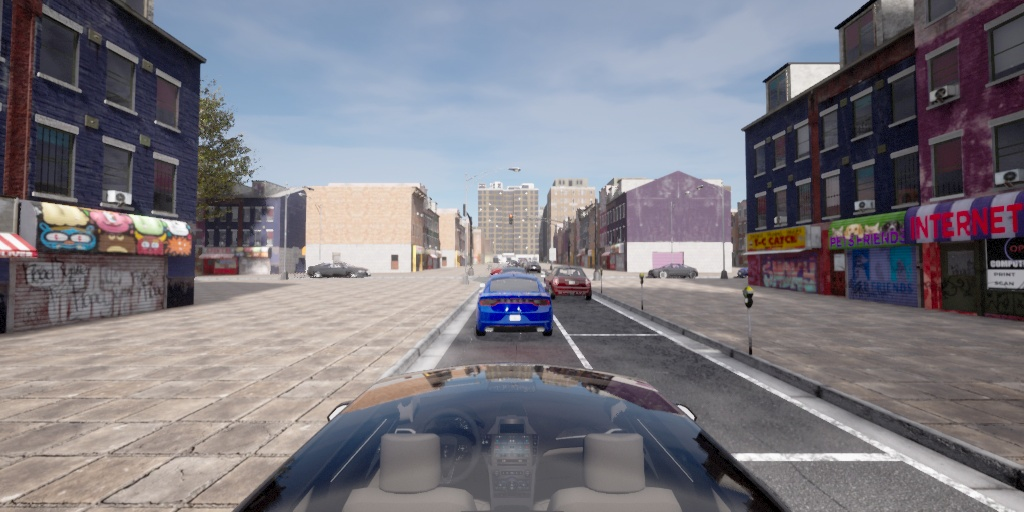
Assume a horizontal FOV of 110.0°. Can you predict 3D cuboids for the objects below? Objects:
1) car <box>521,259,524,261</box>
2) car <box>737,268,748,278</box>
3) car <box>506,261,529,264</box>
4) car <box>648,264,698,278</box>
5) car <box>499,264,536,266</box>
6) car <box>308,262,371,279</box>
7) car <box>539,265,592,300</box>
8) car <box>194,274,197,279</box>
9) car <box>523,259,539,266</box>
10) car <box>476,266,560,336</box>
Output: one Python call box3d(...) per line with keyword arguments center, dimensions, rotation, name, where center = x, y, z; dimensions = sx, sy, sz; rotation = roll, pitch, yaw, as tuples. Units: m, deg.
box3d(center=(2.618, 1.442, 49.973), dimensions=(1.948, 1.339, 4.313), rotation=(0, 0, 0), name="car")
box3d(center=(23.049, 1.330, 32.576), dimensions=(4.674, 1.442, 1.812), rotation=(0, -2, 0), name="car")
box3d(center=(-0.263, 1.437, 35.236), dimensions=(1.895, 1.301, 4.718), rotation=(0, 0, 22), name="car")
box3d(center=(14.595, 1.373, 32.628), dimensions=(4.181, 1.385, 1.994), rotation=(0, -2, 0), name="car")
box3d(center=(0.093, 1.289, 17.992), dimensions=(1.812, 1.442, 4.674), rotation=(0, 0, 0), name="car")
box3d(center=(-14.336, 1.266, 29.856), dimensions=(4.902, 1.511, 2.128), rotation=(0, -2, 0), name="car")
box3d(center=(2.629, 1.203, 17.793), dimensions=(1.967, 1.591, 4.097), rotation=(0, 0, 0), name="car")
box3d(center=(-29.134, 1.433, 29.942), dimensions=(4.674, 1.442, 1.812), rotation=(-1, -2, 0), name="car")
box3d(center=(2.620, 1.411, 44.537), dimensions=(1.948, 1.339, 4.313), rotation=(0, 0, 0), name="car")
box3d(center=(0.036, 1.232, 10.470), dimensions=(1.882, 1.535, 5.008), rotation=(0, 0, -1), name="car")
